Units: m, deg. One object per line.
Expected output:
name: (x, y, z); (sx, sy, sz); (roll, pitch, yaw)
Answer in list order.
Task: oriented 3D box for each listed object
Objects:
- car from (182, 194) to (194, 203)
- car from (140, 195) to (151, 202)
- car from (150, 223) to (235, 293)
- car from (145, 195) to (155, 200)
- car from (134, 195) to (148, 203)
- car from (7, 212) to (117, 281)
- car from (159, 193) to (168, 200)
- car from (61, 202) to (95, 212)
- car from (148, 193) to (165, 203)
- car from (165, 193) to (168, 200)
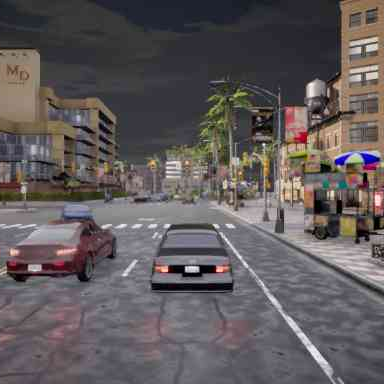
car: (-0.626, 1.511, 72.338); (2.128, 1.511, 4.902); (0, 0, -1)
car: (-11.244, 1.478, 80.463); (1.882, 1.535, 5.008); (0, 0, -1)
car: (-0.004, 1.547, 8.970); (2.033, 1.411, 5.357); (0, 0, 0)
car: (-11.342, 1.540, 90.761); (2.033, 1.411, 5.357); (0, 0, -1)
car: (-11.159, 1.595, 71.320); (1.895, 1.301, 4.718); (0, 0, -1)
car: (-3.510, 1.526, 9.709); (1.812, 1.442, 4.674); (0, 0, 0)
car: (-7.853, 1.225, 91.456); (2.150, 2.045, 5.566); (0, 0, -1)
car: (-7.687, 1.478, 22.467); (1.882, 1.535, 5.008); (1, 0, -18)
car: (-7.659, 1.355, 71.368); (2.097, 1.767, 4.553); (0, 0, -1)
car: (-7.747, 1.225, 80.707); (2.150, 2.045, 5.566); (0, 0, -1)
